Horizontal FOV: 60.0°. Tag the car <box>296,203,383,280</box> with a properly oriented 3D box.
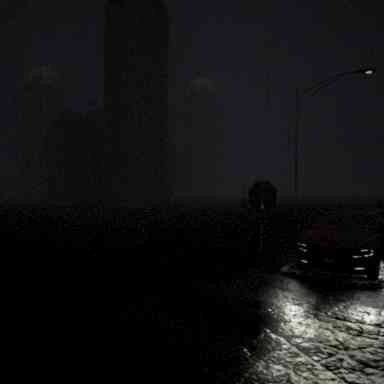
[{"bbox_3d":[4.575,1.277,9.704,1.882,1.535,5.008,1,2,35],"label":"car"}]

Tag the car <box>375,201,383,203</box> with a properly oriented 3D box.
[{"bbox_3d":[11.673,1.223,19.797,1.895,1.301,4.718,1,1,35],"label":"car"}]
